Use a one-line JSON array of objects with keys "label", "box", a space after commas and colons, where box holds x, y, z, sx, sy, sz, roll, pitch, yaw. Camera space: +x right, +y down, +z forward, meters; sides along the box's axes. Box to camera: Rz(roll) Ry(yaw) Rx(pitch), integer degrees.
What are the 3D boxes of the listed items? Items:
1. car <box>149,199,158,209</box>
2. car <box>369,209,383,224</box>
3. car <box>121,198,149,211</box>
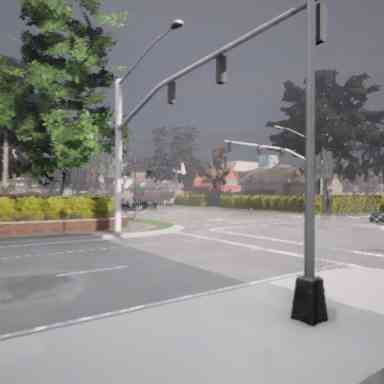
[{"label": "car", "box": [-6.677, 1.655, 47.184, 2.128, 1.511, 4.902, 1, 0, -36]}, {"label": "car", "box": [15.884, 1.773, 25.559, 4.674, 1.442, 1.812, 0, 1, -21]}, {"label": "car", "box": [-7.670, 1.662, 42.435, 1.812, 1.442, 4.674, 1, 0, -36]}]
